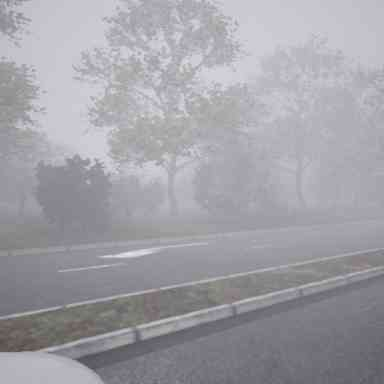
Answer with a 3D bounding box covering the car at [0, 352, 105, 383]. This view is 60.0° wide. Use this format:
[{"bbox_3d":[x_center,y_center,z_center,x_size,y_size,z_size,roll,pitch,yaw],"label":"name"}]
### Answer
[{"bbox_3d":[-2.580,1.510,1.293,4.674,1.442,1.812,1,0,-35],"label":"car"}]
